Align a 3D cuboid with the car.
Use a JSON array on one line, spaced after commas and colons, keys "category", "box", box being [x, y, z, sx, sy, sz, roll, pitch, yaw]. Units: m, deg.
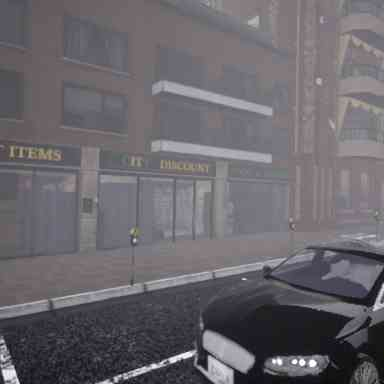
[{"category": "car", "box": [2.275, 1.494, 4.680, 4.902, 1.511, 2.128, 0, 0, -35]}]
